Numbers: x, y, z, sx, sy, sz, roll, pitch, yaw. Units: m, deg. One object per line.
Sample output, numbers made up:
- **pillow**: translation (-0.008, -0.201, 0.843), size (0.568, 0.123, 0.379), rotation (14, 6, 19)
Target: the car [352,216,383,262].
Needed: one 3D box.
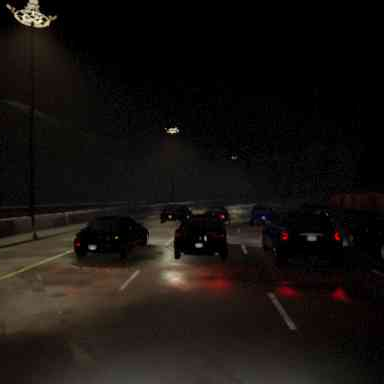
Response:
- **car**: translation (7.373, 1.634, 12.216), size (1.837, 1.490, 4.892), rotation (0, 0, 5)

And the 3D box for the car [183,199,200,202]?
- **car**: translation (0.670, 2.256, 69.609), size (2.033, 1.411, 5.357), rotation (0, -1, 23)

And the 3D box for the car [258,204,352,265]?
- **car**: translation (3.875, 1.480, 12.358), size (2.097, 1.767, 4.553), rotation (0, -1, 5)

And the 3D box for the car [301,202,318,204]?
- **car**: translation (9.009, 1.615, 25.554), size (2.097, 1.767, 4.553), rotation (0, -1, 10)

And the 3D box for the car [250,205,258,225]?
- **car**: translation (5.703, 1.755, 26.894), size (1.882, 1.535, 5.008), rotation (0, 0, 11)

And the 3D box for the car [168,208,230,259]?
- **car**: translation (0.457, 1.616, 13.370), size (1.882, 1.535, 5.008), rotation (0, 0, 5)

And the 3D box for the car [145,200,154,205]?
- **car**: translation (-8.597, 2.362, 74.613), size (1.895, 1.301, 4.718), rotation (0, -1, 23)

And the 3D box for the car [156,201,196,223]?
- **car**: translation (-1.213, 1.766, 27.982), size (1.882, 1.535, 5.008), rotation (0, 0, 11)

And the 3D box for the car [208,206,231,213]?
- **car**: translation (1.915, 1.814, 25.756), size (2.033, 1.411, 5.357), rotation (0, -1, 10)

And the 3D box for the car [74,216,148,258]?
- **car**: translation (-3.070, 1.663, 13.255), size (1.812, 1.442, 4.674), rotation (0, 0, 5)

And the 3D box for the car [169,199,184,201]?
- **car**: translation (-2.418, 2.258, 71.288), size (2.128, 1.511, 4.902), rotation (0, -1, 23)

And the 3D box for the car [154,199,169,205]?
- **car**: translation (-5.497, 2.289, 72.962), size (2.033, 1.411, 5.357), rotation (0, -1, 23)
